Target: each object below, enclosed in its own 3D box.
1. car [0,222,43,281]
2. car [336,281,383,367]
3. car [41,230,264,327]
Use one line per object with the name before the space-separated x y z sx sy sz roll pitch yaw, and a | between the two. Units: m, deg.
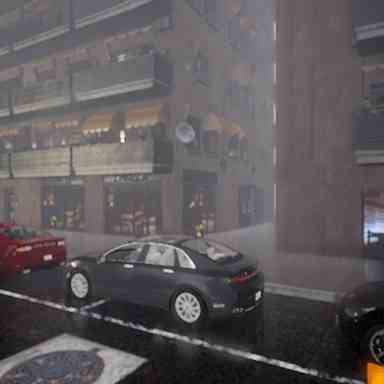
car | -5.623 1.545 9.654 4.507 1.381 1.887 0 0 30
car | 4.123 1.567 4.012 4.313 1.339 1.947 0 0 30
car | -0.750 1.552 6.833 4.403 1.369 2.008 0 0 30
